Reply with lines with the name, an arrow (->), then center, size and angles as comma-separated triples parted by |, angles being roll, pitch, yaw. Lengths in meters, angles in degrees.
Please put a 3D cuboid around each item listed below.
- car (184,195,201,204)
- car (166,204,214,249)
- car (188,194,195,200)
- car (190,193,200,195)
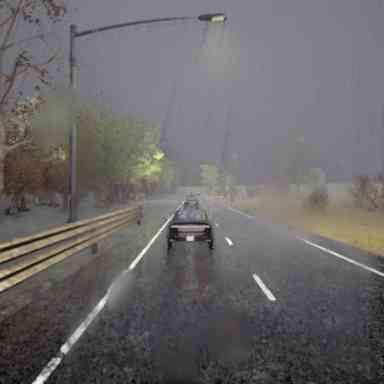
car -> -0.069, 1.467, 44.516 | 2.128, 1.511, 4.902 | 0, 0, 0
car -> -0.064, 1.489, 14.568 | 2.128, 1.511, 4.902 | 0, 0, 0
car -> -0.075, 1.375, 95.591 | 1.882, 1.535, 5.008 | 0, 0, 0
car -> -0.072, 1.302, 65.420 | 2.097, 1.767, 4.553 | 0, 0, 0
